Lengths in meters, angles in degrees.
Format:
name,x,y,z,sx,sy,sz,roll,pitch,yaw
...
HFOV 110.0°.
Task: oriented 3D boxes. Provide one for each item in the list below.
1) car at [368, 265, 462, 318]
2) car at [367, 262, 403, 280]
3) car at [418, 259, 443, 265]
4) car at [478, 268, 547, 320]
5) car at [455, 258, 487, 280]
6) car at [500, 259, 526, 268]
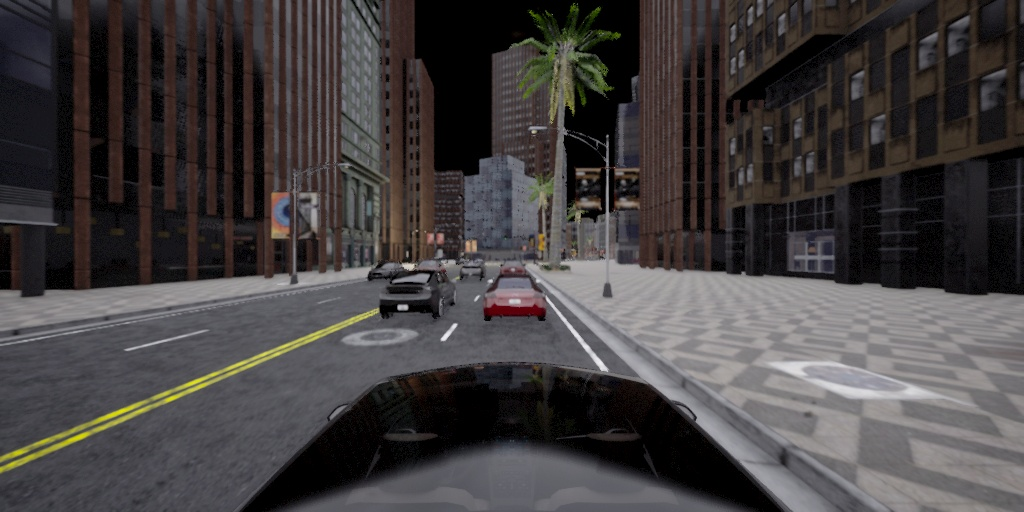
name,x,y,z,sx,sy,sz,roll,pitch,yaw
car,-3.161,1.237,12.808,1.837,1.490,4.892,0,0,0
car,-9.861,1.218,28.573,1.837,1.490,4.892,0,0,0
car,-6.612,1.065,28.592,2.097,1.767,4.553,0,0,0
car,0.087,1.297,12.503,1.994,1.385,4.181,0,0,0
car,-3.167,1.204,29.854,2.128,1.511,4.902,0,0,0
car,0.082,1.065,29.599,2.097,1.767,4.553,0,0,0
